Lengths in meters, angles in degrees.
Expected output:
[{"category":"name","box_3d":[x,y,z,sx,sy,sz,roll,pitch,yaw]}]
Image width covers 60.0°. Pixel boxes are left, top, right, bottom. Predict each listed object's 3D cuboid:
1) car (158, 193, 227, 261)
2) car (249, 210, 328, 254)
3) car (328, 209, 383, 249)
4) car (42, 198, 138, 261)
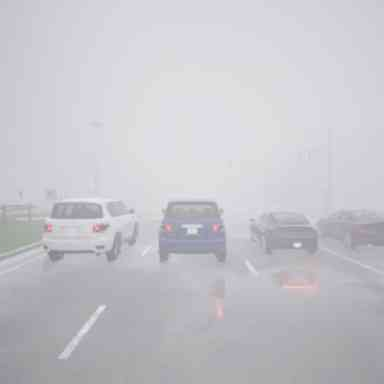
[{"category":"car","box_3d":[0.031,1.217,12.333,2.150,2.045,5.566,0,0,0]},{"category":"car","box_3d":[3.545,1.499,13.522,1.837,1.490,4.892,0,0,1]},{"category":"car","box_3d":[7.054,1.470,14.430,1.882,1.535,5.008,0,0,1]},{"category":"car","box_3d":[-3.469,1.217,12.357,2.150,2.045,5.566,0,0,1]}]
